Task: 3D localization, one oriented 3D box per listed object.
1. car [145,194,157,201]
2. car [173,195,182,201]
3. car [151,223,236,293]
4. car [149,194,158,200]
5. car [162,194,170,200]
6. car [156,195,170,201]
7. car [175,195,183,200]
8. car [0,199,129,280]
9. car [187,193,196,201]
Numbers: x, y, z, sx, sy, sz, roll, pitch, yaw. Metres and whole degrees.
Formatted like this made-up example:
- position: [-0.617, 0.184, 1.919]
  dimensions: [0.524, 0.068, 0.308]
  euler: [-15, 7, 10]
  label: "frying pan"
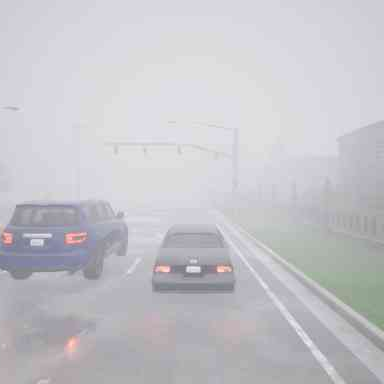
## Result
- position: [-10.634, 1.517, 82.980]
  dimensions: [1.812, 1.442, 4.674]
  euler: [0, 0, 0]
  label: "car"
- position: [-3.633, 1.469, 82.575]
  dimensions: [1.882, 1.535, 5.008]
  euler: [0, 0, 0]
  label: "car"
- position: [0.043, 1.547, 8.964]
  dimensions: [2.033, 1.411, 5.357]
  euler: [0, 0, 0]
  label: "car"
- position: [-10.650, 1.310, 92.983]
  dimensions: [1.882, 1.535, 5.008]
  euler: [0, 0, 0]
  label: "car"
- position: [-7.150, 1.385, 92.989]
  dimensions: [1.994, 1.385, 4.181]
  euler: [0, 0, 0]
  label: "car"
- position: [-7.134, 1.588, 83.016]
  dimensions: [1.895, 1.301, 4.718]
  euler: [0, 0, 0]
  label: "car"
- position: [-3.650, 1.428, 93.025]
  dimensions: [1.895, 1.301, 4.718]
  euler: [0, 0, 0]
  label: "car"
- position: [-3.450, 1.221, 10.120]
  dimensions: [2.150, 2.045, 5.566]
  euler: [0, 0, 0]
  label: "car"
- position: [-0.133, 1.217, 82.611]
  dimensions: [2.150, 2.045, 5.566]
  euler: [0, 0, 0]
  label: "car"
